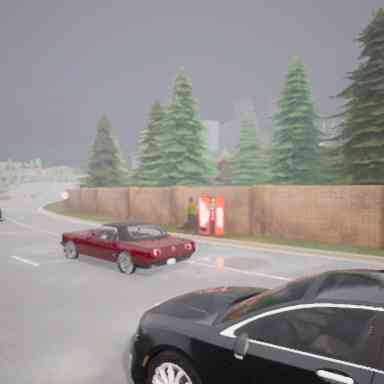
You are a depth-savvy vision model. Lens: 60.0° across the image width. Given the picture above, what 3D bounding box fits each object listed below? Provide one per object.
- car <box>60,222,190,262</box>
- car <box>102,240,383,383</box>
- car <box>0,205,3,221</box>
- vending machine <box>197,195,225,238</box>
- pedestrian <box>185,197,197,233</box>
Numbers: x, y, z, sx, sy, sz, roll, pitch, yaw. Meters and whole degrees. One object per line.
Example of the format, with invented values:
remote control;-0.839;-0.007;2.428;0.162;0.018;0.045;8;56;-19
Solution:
car;-2.229;1.591;10.510;4.718;1.301;1.895;0;0;41
car;1.550;1.516;3.024;4.892;1.490;1.837;0;0;36
car;-15.676;1.406;25.372;2.128;1.511;4.902;0;0;-36
vending machine;0.976;1.204;16.869;0.880;2.100;1.100;0;0;43
pedestrian;0.003;1.144;16.907;0.375;1.860;0.375;0;0;43
